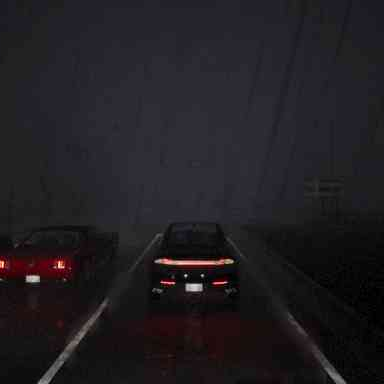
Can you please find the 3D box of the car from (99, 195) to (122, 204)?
[{"bbox_3d":[-14.995,1.352,61.514,2.097,1.767,4.553,0,0,0],"label":"car"}]

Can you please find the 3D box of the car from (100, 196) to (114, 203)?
[{"bbox_3d":[-18.492,1.524,72.229,1.812,1.442,4.674,0,0,0],"label":"car"}]

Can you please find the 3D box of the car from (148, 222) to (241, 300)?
[{"bbox_3d":[0.058,1.492,8.366,2.128,1.511,4.902,0,0,0],"label":"car"}]

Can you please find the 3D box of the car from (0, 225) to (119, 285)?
[{"bbox_3d":[-3.434,1.601,9.452,1.895,1.301,4.718,0,0,0],"label":"car"}]

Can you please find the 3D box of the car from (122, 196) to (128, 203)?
[{"bbox_3d":[-14.992,1.552,71.552,1.994,1.385,4.181,0,0,0],"label":"car"}]

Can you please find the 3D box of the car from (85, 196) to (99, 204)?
[{"bbox_3d":[-18.493,1.477,62.128,1.882,1.535,5.008,0,0,0],"label":"car"}]
